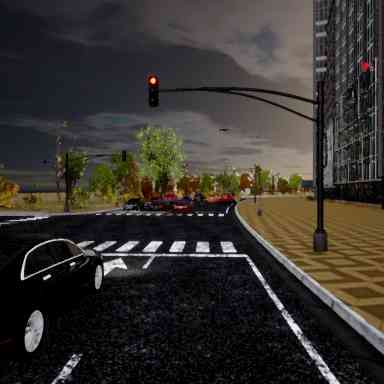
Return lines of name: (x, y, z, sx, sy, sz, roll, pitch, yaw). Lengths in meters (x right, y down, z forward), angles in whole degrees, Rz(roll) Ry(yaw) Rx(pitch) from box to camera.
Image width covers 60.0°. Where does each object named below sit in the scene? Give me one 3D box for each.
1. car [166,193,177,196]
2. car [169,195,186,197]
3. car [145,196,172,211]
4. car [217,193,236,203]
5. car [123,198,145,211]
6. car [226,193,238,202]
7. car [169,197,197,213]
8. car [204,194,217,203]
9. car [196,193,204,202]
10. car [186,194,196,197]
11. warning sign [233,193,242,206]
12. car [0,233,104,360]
car: (-3.987, 1.226, 62.191, 2.150, 2.045, 5.566, 0, 0, 10)
car: (-2.614, 1.603, 50.546, 1.895, 1.301, 4.718, 0, 0, 9)
car: (-3.926, 1.564, 40.701, 1.994, 1.385, 4.181, 0, 0, 7)
car: (7.005, 1.234, 66.919, 2.150, 2.045, 5.566, 0, 0, 12)
car: (-7.104, 1.524, 41.486, 1.812, 1.442, 4.674, 0, 0, 7)
car: (9.787, 1.246, 80.433, 2.150, 2.045, 5.566, 0, 0, 14)
car: (-0.945, 1.564, 37.350, 1.994, 1.385, 4.181, 0, 0, 8)
car: (4.666, 1.365, 72.434, 2.097, 1.767, 4.553, 0, 0, 12)
car: (1.696, 1.223, 74.118, 2.150, 2.045, 5.566, 0, 0, 11)
car: (-1.019, 1.532, 60.294, 1.812, 1.442, 4.674, 0, 0, 11)
warning sign: (6.554, 1.122, 48.257, 1.300, 1.860, 1.060, 0, 0, 8)
car: (-3.011, 1.504, 5.935, 1.837, 1.490, 4.892, 0, 0, 1)
